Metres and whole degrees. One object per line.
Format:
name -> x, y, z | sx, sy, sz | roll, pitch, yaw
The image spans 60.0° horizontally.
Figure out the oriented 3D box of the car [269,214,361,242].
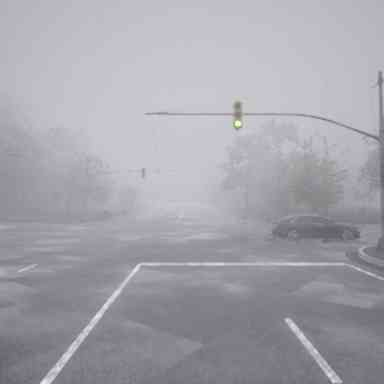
car -> 6.855, 2.010, 18.712 | 4.892, 1.490, 1.837 | 0, -2, 1
